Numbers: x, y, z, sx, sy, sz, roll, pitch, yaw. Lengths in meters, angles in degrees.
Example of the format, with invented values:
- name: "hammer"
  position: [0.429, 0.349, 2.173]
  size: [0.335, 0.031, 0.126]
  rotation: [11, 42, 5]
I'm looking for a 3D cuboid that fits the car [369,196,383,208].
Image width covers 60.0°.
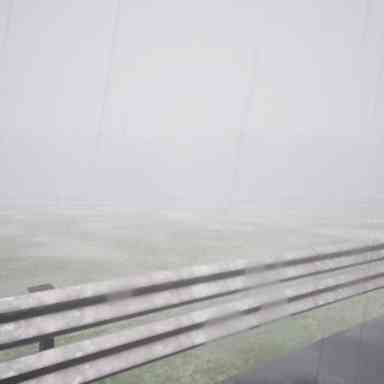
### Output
- name: "car"
  position: [24.260, 1.233, 41.240]
  size: [4.181, 1.385, 1.994]
  rotation: [1, 0, 5]

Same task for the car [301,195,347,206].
- name: "car"
  position: [17.601, 1.118, 45.346]
  size: [5.357, 1.411, 2.033]
  rotation: [0, 1, 5]

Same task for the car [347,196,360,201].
- name: "car"
  position: [21.904, 1.118, 48.486]
  size: [4.674, 1.442, 1.812]
  rotation: [1, 1, 5]
